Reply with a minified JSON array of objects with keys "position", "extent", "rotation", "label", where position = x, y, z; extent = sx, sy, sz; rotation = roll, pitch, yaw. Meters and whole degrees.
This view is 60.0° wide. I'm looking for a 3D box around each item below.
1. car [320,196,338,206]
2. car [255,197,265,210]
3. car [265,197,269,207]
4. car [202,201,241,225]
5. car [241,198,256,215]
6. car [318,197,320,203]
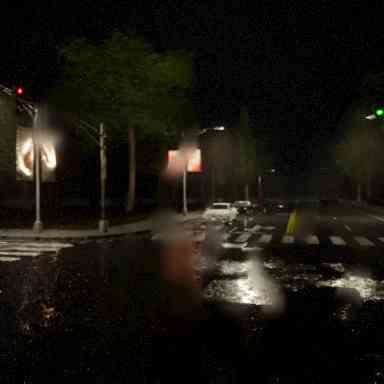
[{"position":[20.671,1.311,49.712],"extent":[1.882,1.535,5.008],"rotation":[-1,0,18],"label":"car"},{"position":[7.671,1.500,41.737],"extent":[1.812,1.442,4.674],"rotation":[-1,0,18],"label":"car"},{"position":[10.961,1.519,51.869],"extent":[2.033,1.411,5.357],"rotation":[-1,0,18],"label":"car"},{"position":[2.132,1.530,24.502],"extent":[1.812,1.442,4.674],"rotation":[-1,0,18],"label":"car"},{"position":[4.891,1.583,33.080],"extent":[1.895,1.301,4.718],"rotation":[-1,0,18],"label":"car"},{"position":[23.772,1.358,59.676],"extent":[1.812,1.442,4.674],"rotation":[-1,0,18],"label":"car"}]
